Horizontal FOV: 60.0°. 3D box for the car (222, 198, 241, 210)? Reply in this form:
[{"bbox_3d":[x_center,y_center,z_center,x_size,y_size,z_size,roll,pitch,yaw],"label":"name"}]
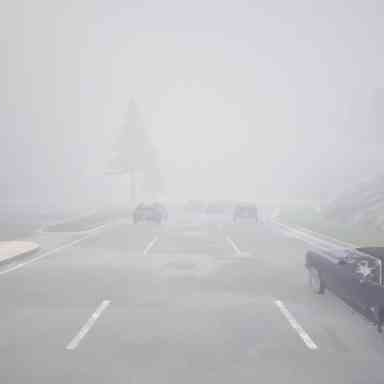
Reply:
[{"bbox_3d":[5.318,1.526,44.187,1.812,1.442,4.674,0,0,16],"label":"car"}]

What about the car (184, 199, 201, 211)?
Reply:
[{"bbox_3d":[0.509,1.563,39.941,1.994,1.385,4.181,0,0,17],"label":"car"}]

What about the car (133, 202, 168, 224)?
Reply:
[{"bbox_3d":[-2.999,1.491,24.601,2.128,1.511,4.902,0,0,4],"label":"car"}]

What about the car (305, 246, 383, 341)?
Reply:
[{"bbox_3d":[3.601,1.601,5.816,1.895,1.301,4.718,0,0,0],"label":"car"}]

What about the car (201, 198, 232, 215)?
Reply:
[{"bbox_3d":[2.557,1.526,34.228,1.812,1.442,4.674,0,0,15],"label":"car"}]

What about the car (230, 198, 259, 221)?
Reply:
[{"bbox_3d":[4.497,1.477,27.683,1.882,1.535,5.008,0,0,10],"label":"car"}]
